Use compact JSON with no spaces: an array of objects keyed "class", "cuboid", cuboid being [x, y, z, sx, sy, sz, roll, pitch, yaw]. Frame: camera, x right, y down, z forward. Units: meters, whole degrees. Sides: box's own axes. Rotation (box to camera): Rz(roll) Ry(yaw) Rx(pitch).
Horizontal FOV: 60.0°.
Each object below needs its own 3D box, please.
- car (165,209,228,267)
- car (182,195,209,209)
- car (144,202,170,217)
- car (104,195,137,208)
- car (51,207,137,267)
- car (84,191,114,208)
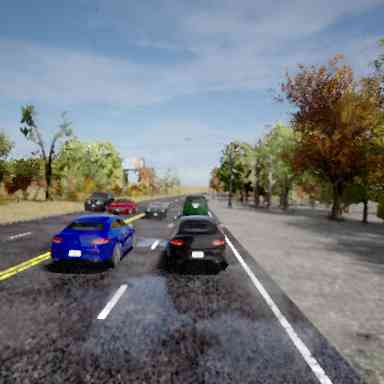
[{"class":"car","cuboid":[0.160,1.537,11.337,1.812,1.442,4.674,0,0,0]},{"class":"car","cuboid":[0.315,1.245,29.436,2.150,2.045,5.566,1,0,0]},{"class":"car","cuboid":[-2.943,1.539,29.433,1.895,1.301,4.718,2,0,1]},{"class":"car","cuboid":[-6.363,1.313,31.162,1.882,1.535,5.008,2,0,1]},{"class":"car","cuboid":[-3.079,1.460,11.101,1.812,1.442,4.674,2,0,0]},{"class":"car","cuboid":[-9.555,0.959,35.126,2.150,2.045,5.566,2,0,1]}]
